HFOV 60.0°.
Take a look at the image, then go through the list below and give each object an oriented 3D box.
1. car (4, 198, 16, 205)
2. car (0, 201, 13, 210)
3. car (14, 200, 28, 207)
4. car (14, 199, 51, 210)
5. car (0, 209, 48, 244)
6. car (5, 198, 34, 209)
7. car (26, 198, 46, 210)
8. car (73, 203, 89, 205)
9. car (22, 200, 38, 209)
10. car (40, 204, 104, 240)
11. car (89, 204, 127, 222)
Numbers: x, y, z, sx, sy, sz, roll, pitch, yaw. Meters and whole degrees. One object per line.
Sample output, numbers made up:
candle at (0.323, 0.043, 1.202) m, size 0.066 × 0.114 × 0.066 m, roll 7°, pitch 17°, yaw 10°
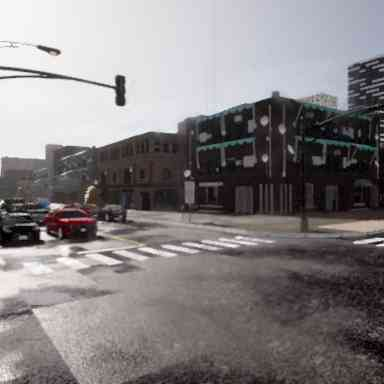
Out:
car at (-45.619, 2.399, 83.357) m, size 1.967 × 1.590 × 4.097 m, roll -2°, pitch 0°, yaw -35°
car at (-17.186, 1.846, 28.868) m, size 1.967 × 1.590 × 4.097 m, roll -2°, pitch 0°, yaw -35°
car at (-35.999, 2.354, 69.821) m, size 1.947 × 1.339 × 4.313 m, roll -2°, pitch 0°, yaw -35°
car at (-12.839, 1.685, 27.240) m, size 2.097 × 1.767 × 4.553 m, roll -1°, pitch 0°, yaw -35°
car at (-9.245, 1.814, 17.485) m, size 1.947 × 1.339 × 4.313 m, roll -2°, pitch 0°, yaw -35°
car at (-18.997, 1.674, 35.924) m, size 2.150 × 2.045 × 5.566 m, roll -1°, pitch 0°, yaw -35°
car at (-26.388, 1.930, 56.284) m, size 2.192 × 1.841 × 5.009 m, roll -2°, pitch 0°, yaw -35°
car at (-10.353, 1.893, 33.724) m, size 1.802 × 1.307 × 4.206 m, roll -2°, pitch 0°, yaw -35°
car at (-29.588, 2.218, 60.796) m, size 1.887 × 1.381 × 4.507 m, roll -2°, pitch 0°, yaw -35°
car at (-6.968, 1.694, 18.975) m, size 1.882 × 1.535 × 5.008 m, roll -1°, pitch 0°, yaw -35°
car at (-7.147, 1.799, 29.211) m, size 2.008 × 1.369 × 4.403 m, roll -2°, pitch 0°, yaw -35°
